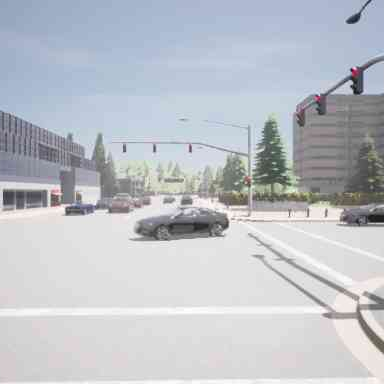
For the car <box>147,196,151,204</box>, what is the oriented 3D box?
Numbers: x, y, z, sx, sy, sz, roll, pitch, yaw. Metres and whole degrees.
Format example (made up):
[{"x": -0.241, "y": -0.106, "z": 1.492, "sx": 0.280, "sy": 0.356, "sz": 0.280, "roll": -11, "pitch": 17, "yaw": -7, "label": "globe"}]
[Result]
[{"x": -8.041, "y": 1.478, "z": 56.617, "sx": 1.882, "sy": 1.535, "sz": 5.008, "roll": 0, "pitch": 0, "yaw": 0, "label": "car"}]

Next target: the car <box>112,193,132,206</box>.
[{"x": -11.517, "y": 1.221, "z": 54.843, "sx": 2.150, "sy": 2.045, "sz": 5.566, "roll": 0, "pitch": 0, "yaw": 0, "label": "car"}]

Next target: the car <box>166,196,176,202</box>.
[{"x": -4.723, "y": 1.509, "z": 75.330, "sx": 1.895, "sy": 1.301, "sz": 4.718, "roll": 0, "pitch": 0, "yaw": -1, "label": "car"}]

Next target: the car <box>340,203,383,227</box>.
[{"x": 12.501, "y": 1.492, "z": 22.300, "sx": 4.902, "sy": 1.511, "sz": 2.128, "roll": 0, "pitch": 0, "yaw": -1, "label": "car"}]

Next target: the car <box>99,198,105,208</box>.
[{"x": -11.382, "y": 1.505, "z": 44.137, "sx": 1.837, "sy": 1.490, "sz": 4.892, "roll": 0, "pitch": 0, "yaw": -1, "label": "car"}]

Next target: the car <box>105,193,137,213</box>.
[{"x": -7.775, "y": 1.352, "z": 36.765, "sx": 2.097, "sy": 1.767, "sz": 4.553, "roll": 0, "pitch": 0, "yaw": -1, "label": "car"}]

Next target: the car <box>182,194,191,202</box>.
[{"x": -1.217, "y": 1.355, "z": 75.084, "sx": 2.097, "sy": 1.767, "sz": 4.553, "roll": 0, "pitch": 0, "yaw": -1, "label": "car"}]

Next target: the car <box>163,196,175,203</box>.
[{"x": -4.577, "y": 1.547, "z": 64.694, "sx": 2.033, "sy": 1.411, "sz": 5.357, "roll": 0, "pitch": 0, "yaw": -1, "label": "car"}]

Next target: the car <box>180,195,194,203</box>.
[{"x": -0.831, "y": 1.505, "z": 53.747, "sx": 1.837, "sy": 1.490, "sz": 4.892, "roll": 0, "pitch": 0, "yaw": -1, "label": "car"}]

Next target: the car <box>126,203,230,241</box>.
[{"x": -0.451, "y": 1.492, "z": 16.500, "sx": 4.902, "sy": 1.511, "sz": 2.128, "roll": 0, "pitch": -1, "yaw": -27, "label": "car"}]

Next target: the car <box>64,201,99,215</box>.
[{"x": -11.237, "y": 1.601, "z": 33.692, "sx": 1.895, "sy": 1.301, "sz": 4.718, "roll": 0, "pitch": 0, "yaw": -1, "label": "car"}]

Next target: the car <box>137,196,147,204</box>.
[{"x": -7.910, "y": 1.564, "z": 46.622, "sx": 1.994, "sy": 1.385, "sz": 4.181, "roll": 0, "pitch": 0, "yaw": -1, "label": "car"}]
